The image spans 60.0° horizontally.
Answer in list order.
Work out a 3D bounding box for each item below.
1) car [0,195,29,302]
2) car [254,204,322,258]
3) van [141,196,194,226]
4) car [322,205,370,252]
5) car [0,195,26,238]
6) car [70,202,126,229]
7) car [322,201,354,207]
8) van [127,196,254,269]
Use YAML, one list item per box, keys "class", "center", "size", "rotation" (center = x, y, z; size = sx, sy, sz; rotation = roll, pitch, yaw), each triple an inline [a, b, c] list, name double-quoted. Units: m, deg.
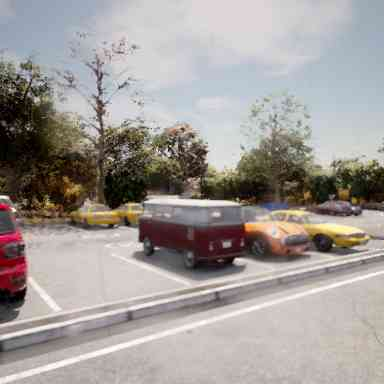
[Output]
- class: "car"
  center: [-5.242, 1.199, 7.523]
  size: [2.435, 2.045, 5.566]
  rotation: [0, 0, -36]
- class: "car"
  center: [2.250, 1.349, 12.912]
  size: [2.185, 1.767, 4.553]
  rotation: [1, 0, -36]
- class: "van"
  center: [-1.918, 1.281, 24.838]
  size: [1.878, 1.987, 4.442]
  rotation: [1, 0, -36]
- class: "car"
  center: [4.746, 1.498, 14.437]
  size: [1.946, 1.575, 5.366]
  rotation: [1, 0, -36]
- class: "car"
  center: [-11.048, 1.198, 18.396]
  size: [2.435, 2.045, 5.566]
  rotation: [0, 0, -36]
- class: "car"
  center: [-6.528, 1.462, 21.903]
  size: [1.946, 1.575, 5.366]
  rotation: [0, 0, -36]
- class: "car"
  center: [14.920, 1.946, 37.029]
  size: [2.002, 1.452, 4.674]
  rotation: [2, -1, -36]
- class: "van"
  center: [-0.266, 1.235, 11.211]
  size: [1.878, 1.987, 4.442]
  rotation: [0, 0, -36]
